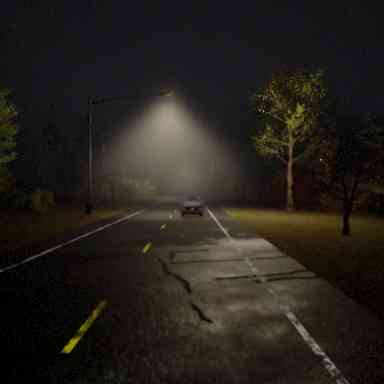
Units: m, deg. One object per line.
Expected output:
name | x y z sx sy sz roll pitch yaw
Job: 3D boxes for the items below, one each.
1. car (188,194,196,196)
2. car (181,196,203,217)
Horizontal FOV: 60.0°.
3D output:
car | 0.039 1.132 57.942 1.812 1.442 4.674 0 0 0
car | 0.022 1.387 28.848 2.033 1.411 5.357 0 0 0
